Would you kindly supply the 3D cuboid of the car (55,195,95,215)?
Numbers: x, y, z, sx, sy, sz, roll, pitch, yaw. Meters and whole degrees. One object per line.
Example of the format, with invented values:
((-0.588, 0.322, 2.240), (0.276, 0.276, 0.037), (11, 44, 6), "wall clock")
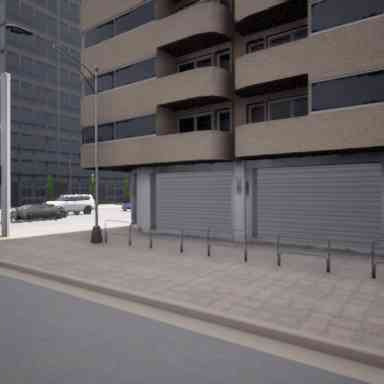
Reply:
((-12.357, 1.302, 33.336), (2.150, 2.045, 5.566), (0, 0, 36), "car")

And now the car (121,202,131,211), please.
((-6.591, 1.606, 41.200), (1.812, 1.442, 4.674), (0, 0, 36), "car")

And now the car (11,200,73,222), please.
((-12.368, 1.634, 27.055), (1.994, 1.385, 4.181), (0, 0, 36), "car")
